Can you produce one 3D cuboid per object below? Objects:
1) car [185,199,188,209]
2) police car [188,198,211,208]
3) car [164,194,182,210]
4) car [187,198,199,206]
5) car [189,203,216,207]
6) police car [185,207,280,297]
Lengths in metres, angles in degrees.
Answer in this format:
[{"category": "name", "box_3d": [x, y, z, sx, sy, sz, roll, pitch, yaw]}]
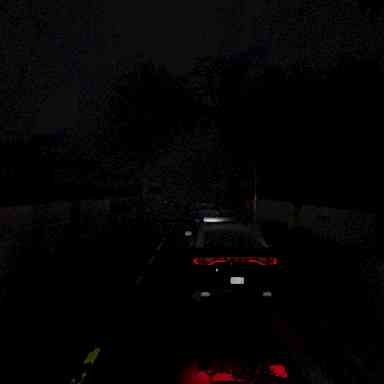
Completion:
[{"category": "car", "box_3d": [0.120, 1.666, 45.423, 1.994, 1.385, 4.181, 0, 0, 2]}, {"category": "police car", "box_3d": [0.881, 1.453, 24.738, 1.930, 1.638, 5.238, 0, 0, 0]}, {"category": "car", "box_3d": [-2.645, 1.326, 46.100, 2.150, 2.045, 5.566, 0, 0, 0]}, {"category": "car", "box_3d": [0.137, 1.729, 58.981, 1.994, 1.385, 4.181, 0, 0, 0]}, {"category": "car", "box_3d": [0.866, 1.543, 18.624, 1.812, 1.442, 4.674, 0, 0, 0]}, {"category": "police car", "box_3d": [0.843, 1.432, 8.730, 1.930, 1.638, 5.238, 0, 0, 0]}]
